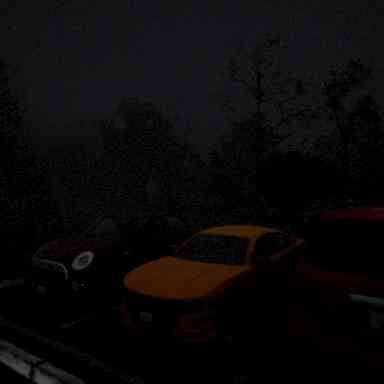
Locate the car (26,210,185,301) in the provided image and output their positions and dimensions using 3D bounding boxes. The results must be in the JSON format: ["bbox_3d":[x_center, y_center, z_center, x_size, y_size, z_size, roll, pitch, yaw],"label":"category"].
[{"bbox_3d":[-1.677,1.319,8.404,2.185,1.767,4.553,0,0,35],"label":"car"}]

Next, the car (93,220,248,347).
[{"bbox_3d":[0.795,1.447,6.642,2.097,1.535,5.008,0,0,35],"label":"car"}]

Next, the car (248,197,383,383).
[{"bbox_3d":[3.200,1.199,4.989,2.435,2.045,5.566,0,0,35],"label":"car"}]

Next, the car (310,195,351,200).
[{"bbox_3d":[7.100,1.196,17.164,2.435,2.045,5.566,0,0,35],"label":"car"}]
